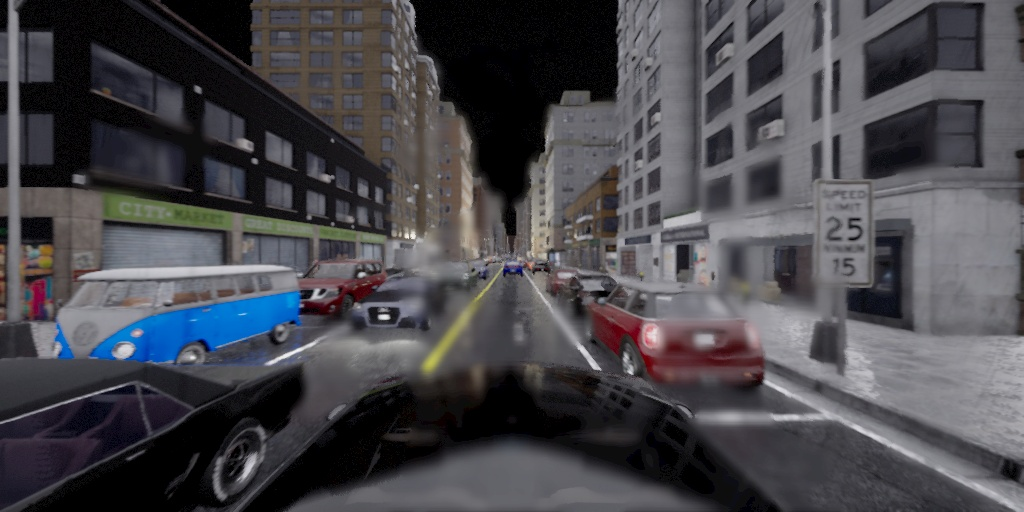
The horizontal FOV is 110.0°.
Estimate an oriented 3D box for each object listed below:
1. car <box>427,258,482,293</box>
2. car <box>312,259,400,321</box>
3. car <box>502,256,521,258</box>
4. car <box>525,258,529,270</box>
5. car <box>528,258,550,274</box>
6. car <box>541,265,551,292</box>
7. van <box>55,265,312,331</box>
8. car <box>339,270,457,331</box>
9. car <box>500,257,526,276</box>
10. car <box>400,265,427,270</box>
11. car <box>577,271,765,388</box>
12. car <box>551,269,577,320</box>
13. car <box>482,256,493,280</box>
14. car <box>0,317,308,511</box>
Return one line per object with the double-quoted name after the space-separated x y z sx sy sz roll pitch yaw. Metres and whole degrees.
-3.100 1.066 20.379 2.097 1.767 4.553 0 0 0 "car"
-5.860 1.044 12.401 2.192 1.841 5.009 0 0 0 "car"
0.032 1.155 47.170 2.128 1.511 4.902 0 0 1 "car"
3.105 1.017 46.417 2.097 1.767 4.553 0 0 0 "car"
3.139 1.181 39.446 1.837 1.490 4.892 0 0 0 "car"
2.665 1.300 17.934 1.802 1.307 4.207 0 0 0 "car"
-5.859 1.081 6.877 1.690 1.789 3.998 0 0 0 "van"
-3.094 1.297 10.737 1.994 1.385 4.181 0 0 1 "car"
0.095 1.163 35.328 1.882 1.535 5.008 0 0 0 "car"
-5.861 1.285 17.925 1.948 1.339 4.313 0 0 0 "car"
2.667 1.179 6.884 1.967 1.591 4.097 0 0 0 "car"
2.666 1.295 12.409 1.948 1.339 4.313 0 0 0 "car"
-3.067 1.047 30.369 2.097 1.767 4.553 0 0 1 "car"
-3.114 1.351 1.597 1.895 1.301 4.718 0 0 0 "car"
